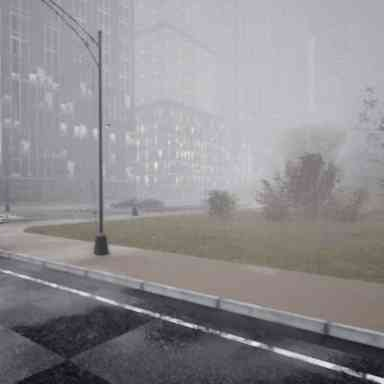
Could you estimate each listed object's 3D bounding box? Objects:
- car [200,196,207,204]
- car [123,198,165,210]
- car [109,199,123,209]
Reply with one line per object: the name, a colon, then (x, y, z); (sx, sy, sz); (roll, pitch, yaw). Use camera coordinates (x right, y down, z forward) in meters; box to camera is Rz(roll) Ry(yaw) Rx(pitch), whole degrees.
car: (3.311, 1.377, 59.916); (2.097, 1.767, 4.553); (-1, 0, 37)
car: (-5.836, 1.478, 42.562); (2.033, 1.411, 5.357); (-1, 0, 37)
car: (-8.464, 1.510, 44.471); (2.033, 1.411, 5.357); (-1, 0, 37)
